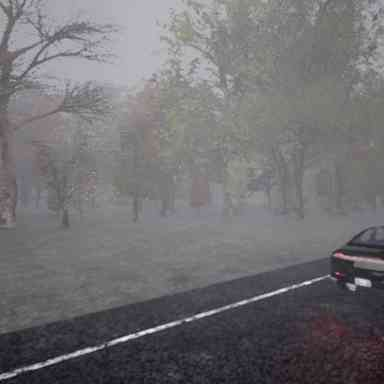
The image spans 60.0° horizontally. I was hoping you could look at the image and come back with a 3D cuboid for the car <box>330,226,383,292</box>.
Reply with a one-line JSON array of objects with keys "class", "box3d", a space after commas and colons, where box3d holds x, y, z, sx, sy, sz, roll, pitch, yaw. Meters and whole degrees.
[{"class": "car", "box3d": [5.227, 1.560, 8.051, 4.902, 1.511, 2.128, 0, -1, -39]}]
